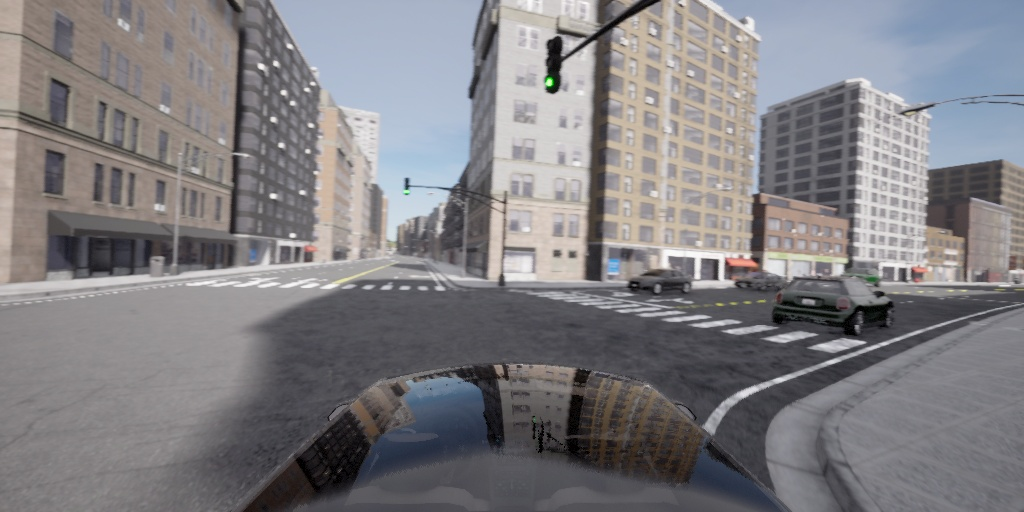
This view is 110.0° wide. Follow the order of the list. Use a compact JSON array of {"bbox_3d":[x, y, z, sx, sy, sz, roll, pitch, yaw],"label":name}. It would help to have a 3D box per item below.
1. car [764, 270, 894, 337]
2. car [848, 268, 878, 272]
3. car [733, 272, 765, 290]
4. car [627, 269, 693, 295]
[{"bbox_3d":[10.775,1.476,11.991,4.553,1.767,2.097,2,0,-32],"label":"car"},{"bbox_3d":[37.617,2.336,38.809,5.566,2.045,2.150,3,0,-28],"label":"car"},{"bbox_3d":[20.394,2.011,29.314,5.357,1.411,2.033,2,0,-30],"label":"car"},{"bbox_3d":[9.401,1.572,22.716,4.892,1.490,1.837,2,0,-31],"label":"car"}]
